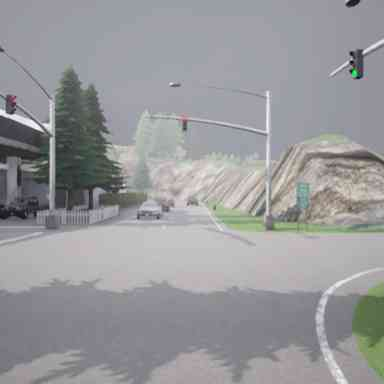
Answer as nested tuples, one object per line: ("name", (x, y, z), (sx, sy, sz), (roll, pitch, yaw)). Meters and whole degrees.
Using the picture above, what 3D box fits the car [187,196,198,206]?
("car", (0.081, 1.545, 55.232), (2.033, 1.411, 5.357), (0, 0, 0))

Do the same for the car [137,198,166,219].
("car", (-3.607, 1.525, 28.989), (1.812, 1.442, 4.674), (0, 0, 0))

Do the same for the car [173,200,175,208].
("car", (-3.589, 1.563, 48.658), (1.994, 1.385, 4.181), (0, 0, 1))

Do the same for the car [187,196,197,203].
("car", (-0.040, 1.524, 69.588), (1.812, 1.442, 4.674), (0, 0, -2))

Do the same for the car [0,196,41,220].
("car", (-14.539, 1.312, 28.509), (1.905, 1.878, 3.866), (0, 0, -1))

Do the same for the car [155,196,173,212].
("car", (-3.607, 1.351, 37.945), (2.097, 1.767, 4.553), (0, 0, 0))
